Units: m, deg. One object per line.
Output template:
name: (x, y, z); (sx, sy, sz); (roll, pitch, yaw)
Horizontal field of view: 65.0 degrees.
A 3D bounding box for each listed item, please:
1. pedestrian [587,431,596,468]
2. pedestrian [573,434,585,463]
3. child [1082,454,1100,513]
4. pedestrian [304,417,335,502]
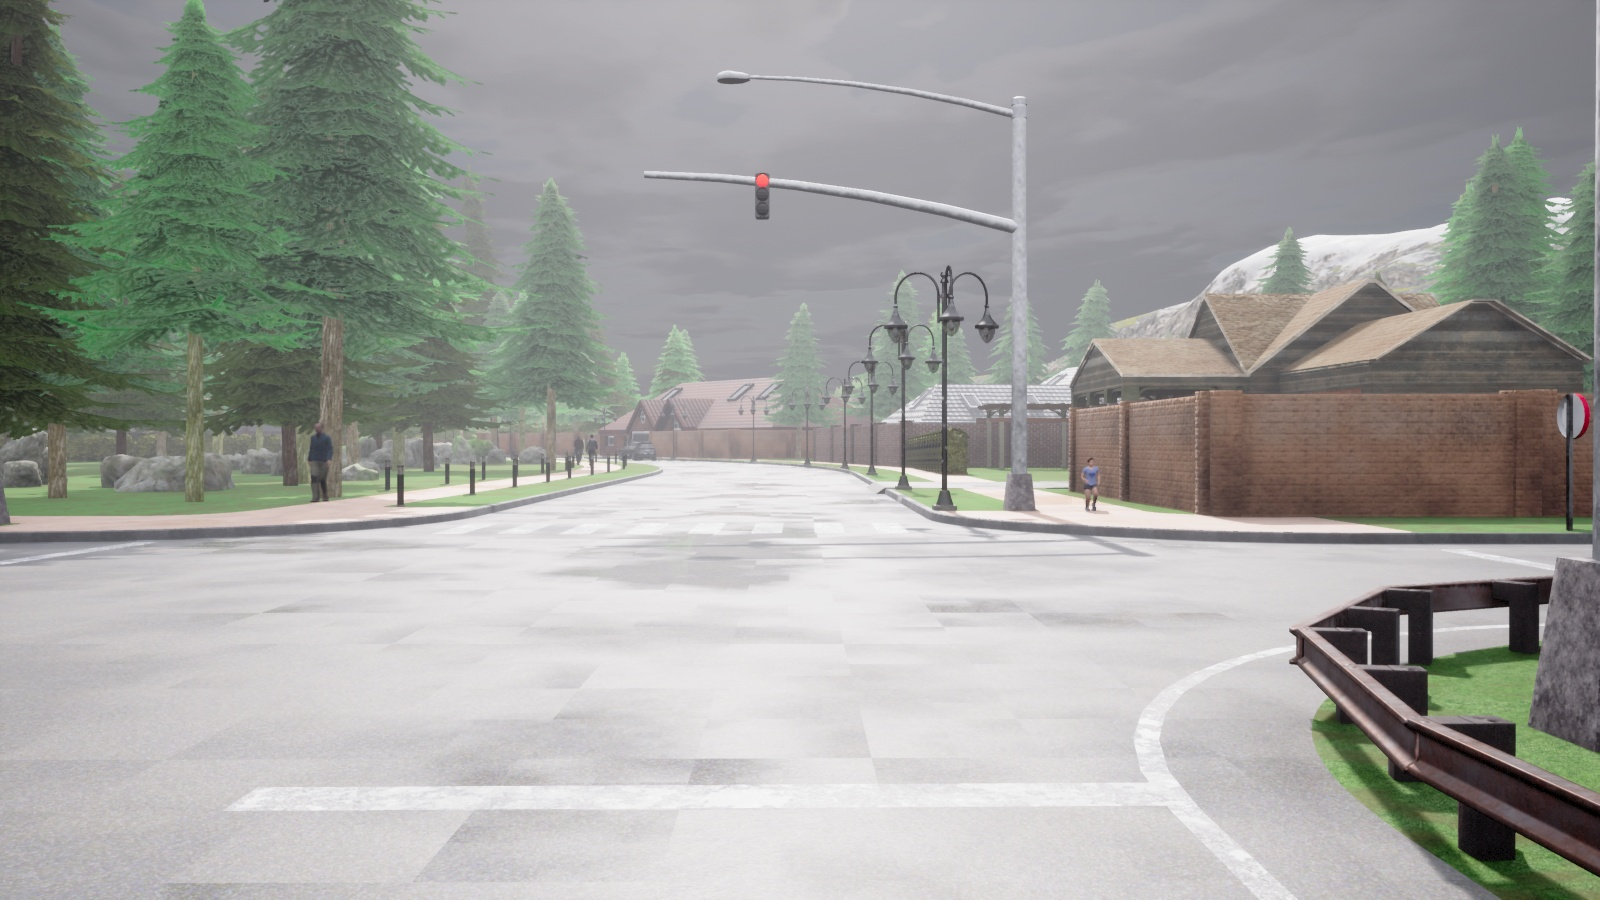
pedestrian: (-11.146, -0.016, 67.146); (0.423, 1.949, 0.788); (0, 0, -9)
pedestrian: (-14.295, -0.098, 81.265); (0.634, 1.844, 0.899); (0, 0, -19)
child: (5.531, 0.632, 23.898); (0.255, 1.110, 0.394); (0, 0, 1)
pedestrian: (-10.510, 0.208, 27.470); (0.402, 1.842, 0.726); (0, 0, 0)
